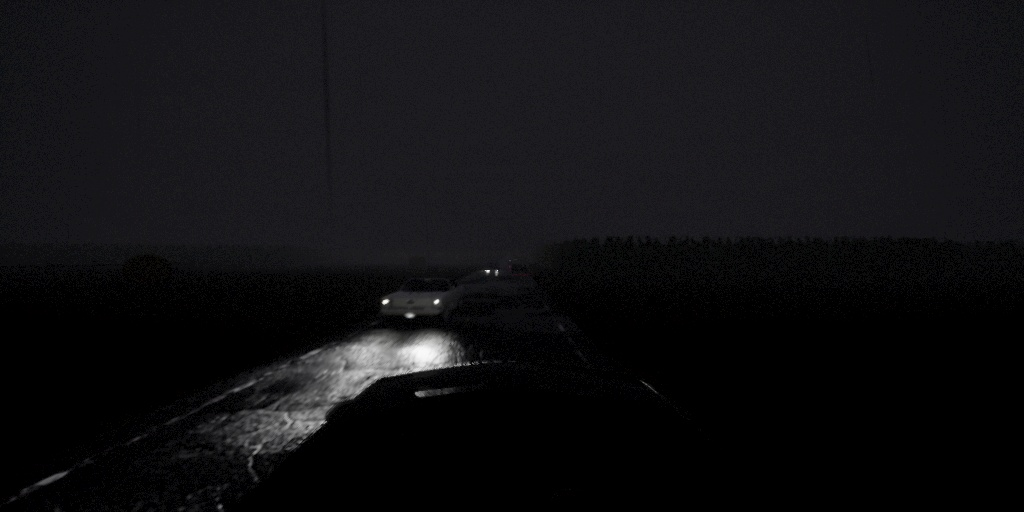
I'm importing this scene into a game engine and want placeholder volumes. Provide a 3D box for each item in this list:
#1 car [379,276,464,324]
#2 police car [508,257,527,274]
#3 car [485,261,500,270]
[{"bbox_3d":[-2.848,1.375,12.273,1.895,1.301,4.718,0,0,0],"label":"car"},{"bbox_3d":[0.824,1.245,42.772,1.930,1.638,5.238,0,0,0],"label":"police car"},{"bbox_3d":[-2.791,1.387,53.440,1.994,1.385,4.181,0,0,1],"label":"car"}]
